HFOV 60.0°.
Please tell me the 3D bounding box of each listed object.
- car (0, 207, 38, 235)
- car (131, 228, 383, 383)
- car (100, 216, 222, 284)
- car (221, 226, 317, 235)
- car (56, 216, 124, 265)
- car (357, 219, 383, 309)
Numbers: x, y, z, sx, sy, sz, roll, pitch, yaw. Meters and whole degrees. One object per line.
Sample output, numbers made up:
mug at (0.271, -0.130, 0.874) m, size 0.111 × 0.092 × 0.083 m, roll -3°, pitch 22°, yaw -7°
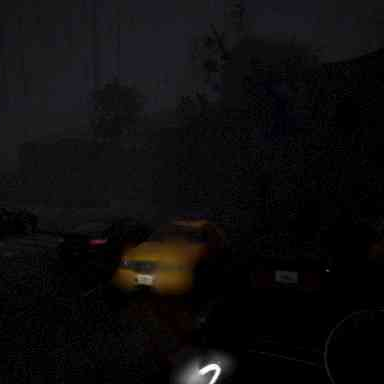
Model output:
car at (-9.898, 1.526, 16.554) m, size 2.231 × 1.521 × 4.892 m, roll 0°, pitch -1°, yaw 15°
car at (2.046, 1.351, 1.920) m, size 4.553 × 1.767 × 2.097 m, roll 0°, pitch 0°, yaw 36°
car at (-0.243, 1.488, 9.443) m, size 1.946 × 1.575 × 5.366 m, roll 0°, pitch -1°, yaw 15°
car at (2.237, 1.523, 7.919) m, size 2.163 × 1.488 × 4.792 m, roll 0°, pitch -1°, yaw 15°
car at (-2.627, 1.539, 11.351) m, size 2.002 × 1.452 × 4.674 m, roll 0°, pitch -1°, yaw 15°
car at (4.613, 1.487, 5.978) m, size 1.946 × 1.575 × 5.366 m, roll 1°, pitch -1°, yaw 16°
